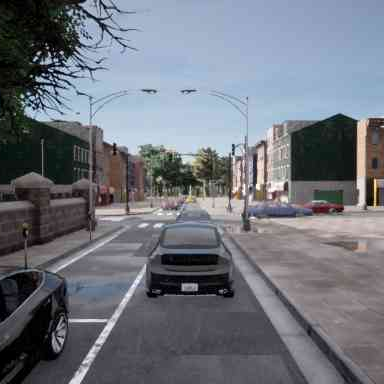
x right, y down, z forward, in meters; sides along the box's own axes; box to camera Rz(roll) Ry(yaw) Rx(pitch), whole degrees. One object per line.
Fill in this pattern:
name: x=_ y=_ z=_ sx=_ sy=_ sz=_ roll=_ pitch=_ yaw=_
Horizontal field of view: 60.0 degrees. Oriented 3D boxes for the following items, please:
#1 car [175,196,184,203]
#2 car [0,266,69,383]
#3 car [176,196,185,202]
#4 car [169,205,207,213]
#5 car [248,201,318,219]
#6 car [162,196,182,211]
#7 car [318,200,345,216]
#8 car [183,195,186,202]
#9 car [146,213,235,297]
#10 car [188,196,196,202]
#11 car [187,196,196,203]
car: x=-2.688 y=1.655 z=74.165 sx=1.887 sy=1.381 sz=4.507 roll=-1 pitch=0 yaw=0
car: x=-2.646 y=1.565 z=3.237 sx=1.947 sy=1.339 sz=4.313 roll=-1 pitch=0 yaw=0
car: x=-2.691 y=1.690 z=79.600 sx=1.947 sy=1.339 sz=4.313 roll=-1 pitch=0 yaw=0
car: x=0.091 y=1.552 z=15.977 sx=2.033 sy=1.411 sz=5.357 roll=0 pitch=0 yaw=0
car: x=6.925 y=1.459 z=26.894 sx=5.357 sy=1.411 sz=2.033 roll=-1 pitch=0 yaw=0
car: x=-2.670 y=1.478 z=41.557 sx=1.967 sy=1.590 sz=4.097 roll=-1 pitch=0 yaw=0
car: x=10.941 y=1.428 z=29.835 sx=4.718 sy=1.301 sz=1.895 roll=-1 pitch=1 yaw=0
car: x=-2.682 y=1.628 z=63.296 sx=1.887 sy=1.381 sz=4.507 roll=-1 pitch=0 yaw=0
car: x=-0.027 y=1.505 z=8.532 sx=1.837 sy=1.490 sz=4.892 roll=0 pitch=0 yaw=0
car: x=-0.046 y=1.671 z=82.145 sx=2.033 sy=1.411 sz=5.357 roll=0 pitch=0 yaw=0
car: x=-0.029 y=1.582 z=71.711 sx=1.882 sy=1.535 sz=5.008 roll=0 pitch=0 yaw=0
